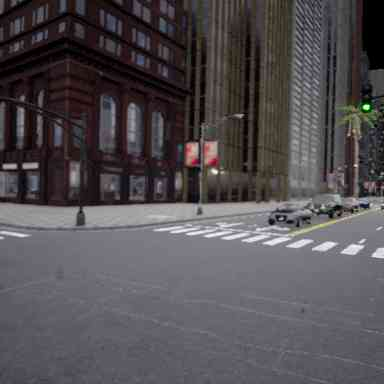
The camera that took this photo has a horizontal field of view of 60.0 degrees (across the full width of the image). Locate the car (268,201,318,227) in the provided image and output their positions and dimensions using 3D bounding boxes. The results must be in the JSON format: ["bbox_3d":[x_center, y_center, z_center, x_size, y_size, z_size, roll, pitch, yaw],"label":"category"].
[{"bbox_3d":[6.713,1.511,22.399,1.994,1.385,4.181,2,1,35],"label":"car"}]

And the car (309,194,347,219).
[{"bbox_3d":[12.058,1.224,30.040,2.150,2.045,5.566,2,1,35],"label":"car"}]

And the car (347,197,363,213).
[{"bbox_3d":[17.745,1.420,38.177,2.097,1.767,4.553,2,1,35],"label":"car"}]

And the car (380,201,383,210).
[{"bbox_3d":[27.092,1.840,45.570,1.895,1.301,4.718,2,1,35],"label":"car"}]

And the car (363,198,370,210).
[{"bbox_3d":[23.582,1.619,46.467,1.882,1.535,5.008,2,1,35],"label":"car"}]
